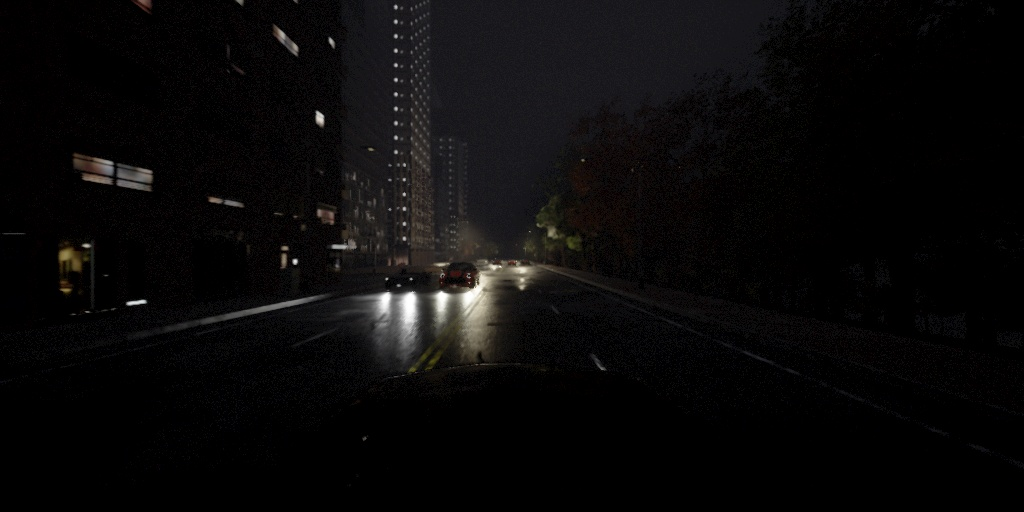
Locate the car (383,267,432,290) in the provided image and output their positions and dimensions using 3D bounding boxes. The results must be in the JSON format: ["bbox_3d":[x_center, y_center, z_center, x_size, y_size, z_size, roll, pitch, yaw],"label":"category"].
[{"bbox_3d":[-6.543,1.415,22.969,1.895,1.301,4.718,0,0,1],"label":"car"}]

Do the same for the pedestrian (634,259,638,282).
[{"bbox_3d":[10.006,1.153,28.974,0.375,1.860,0.375,0,0,0],"label":"pedestrian"}]

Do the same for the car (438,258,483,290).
[{"bbox_3d":[-3.294,1.166,23.004,2.097,1.767,4.553,0,0,1],"label":"car"}]

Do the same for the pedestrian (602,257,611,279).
[{"bbox_3d":[7.854,0.978,29.574,0.375,1.860,0.375,0,0,0],"label":"pedestrian"}]

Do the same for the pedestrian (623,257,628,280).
[{"bbox_3d":[9.006,0.974,28.373,0.375,1.860,0.375,0,0,0],"label":"pedestrian"}]
